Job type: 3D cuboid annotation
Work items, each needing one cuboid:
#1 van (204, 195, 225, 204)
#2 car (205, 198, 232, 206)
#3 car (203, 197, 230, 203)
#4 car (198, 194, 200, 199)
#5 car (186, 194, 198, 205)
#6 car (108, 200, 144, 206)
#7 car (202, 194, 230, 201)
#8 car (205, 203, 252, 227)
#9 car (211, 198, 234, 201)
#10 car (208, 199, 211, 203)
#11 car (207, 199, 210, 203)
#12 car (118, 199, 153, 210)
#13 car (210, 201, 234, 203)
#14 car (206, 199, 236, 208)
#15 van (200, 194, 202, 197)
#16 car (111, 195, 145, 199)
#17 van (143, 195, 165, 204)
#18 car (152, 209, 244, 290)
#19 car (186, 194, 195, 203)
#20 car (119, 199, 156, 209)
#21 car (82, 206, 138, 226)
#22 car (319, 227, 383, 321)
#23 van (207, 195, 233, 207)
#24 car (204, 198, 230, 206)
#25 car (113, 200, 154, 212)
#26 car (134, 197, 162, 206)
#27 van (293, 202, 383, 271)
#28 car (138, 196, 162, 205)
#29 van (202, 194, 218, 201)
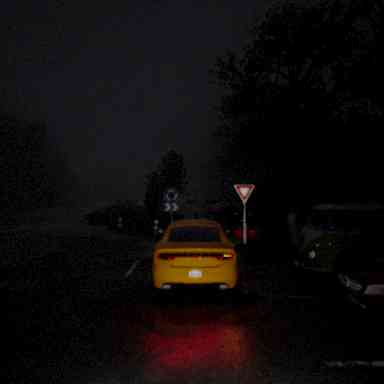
[{"bbox_3d":[4.864,1.553,71.622,4.442,1.987,1.878,0,0,0],"label":"van"},{"bbox_3d":[4.782,1.832,60.675,4.792,1.488,2.163,0,0,0],"label":"car"},{"bbox_3d":[4.574,1.917,46.701,5.366,1.575,1.946,0,1,0],"label":"car"},{"bbox_3d":[4.715,1.525,79.932,5.566,2.045,2.435,0,0,0],"label":"car"},{"bbox_3d":[-0.191,1.780,66.595,1.882,1.535,5.008,0,0,0],"label":"car"},{"bbox_3d":[-8.345,2.024,38.385,4.792,1.488,2.163,0,1,0],"label":"car"},{"bbox_3d":[4.786,1.619,52.238,5.566,2.045,2.435,0,1,0],"label":"car"},{"bbox_3d":[2.650,1.851,25.681,2.128,1.511,4.902,3,-3,-25],"label":"car"},{"bbox_3d":[4.795,1.868,38.515,4.553,1.767,2.185,0,1,0],"label":"car"},{"bbox_3d":[4.733,1.999,41.161,4.792,1.488,2.163,0,1,0],"label":"car"},{"bbox_3d":[4.758,1.985,43.932,4.674,1.452,2.002,0,1,0],"label":"car"},{"bbox_3d":[-8.315,1.895,49.490,4.892,1.521,2.231,0,0,0],"label":"car"},{"bbox_3d":[4.760,2.018,35.744,5.008,1.535,2.097,0,1,0],"label":"car"},{"bbox_3d":[4.727,1.875,55.010,4.792,1.488,2.163,0,1,0],"label":"car"},{"bbox_3d":[4.629,1.552,74.392,4.442,1.987,1.878,0,0,0],"label":"van"},{"bbox_3d":[-8.290,1.693,43.935,5.566,2.045,2.435,0,1,0],"label":"car"},{"bbox_3d":[-8.216,1.552,71.688,4.442,1.987,1.878,0,0,0],"label":"van"},{"bbox_3d":[0.070,1.476,9.117,1.882,1.535,5.008,0,0,0],"label":"car"},{"bbox_3d":[-0.295,1.522,77.086,2.150,2.045,5.566,0,0,0],"label":"car"},{"bbox_3d":[-8.508,1.866,52.265,5.366,1.575,1.946,0,1,0],"label":"car"},{"bbox_3d":[-6.069,1.945,26.113,4.718,1.301,1.895,2,-4,-33],"label":"car"},{"bbox_3d":[5.044,1.522,5.976,4.674,1.452,2.002,0,0,0],"label":"car"},{"bbox_3d":[4.871,1.596,57.902,4.442,1.987,1.878,0,0,0],"label":"van"},{"bbox_3d":[4.781,1.819,63.314,4.792,1.488,2.163,0,0,0],"label":"car"},{"bbox_3d":[-8.135,1.916,46.714,5.366,1.575,1.946,0,1,0],"label":"car"},{"bbox_3d":[-8.334,1.790,63.359,4.892,1.521,2.231,0,0,0],"label":"car"},{"bbox_3d":[4.916,1.253,8.649,4.442,1.987,1.878,-1,0,0],"label":"van"},{"bbox_3d":[-8.298,1.657,66.138,4.553,1.767,2.185,0,0,0],"label":"car"},{"bbox_3d":[4.854,1.547,91.139,4.442,1.987,1.878,0,0,0],"label":"van"}]
